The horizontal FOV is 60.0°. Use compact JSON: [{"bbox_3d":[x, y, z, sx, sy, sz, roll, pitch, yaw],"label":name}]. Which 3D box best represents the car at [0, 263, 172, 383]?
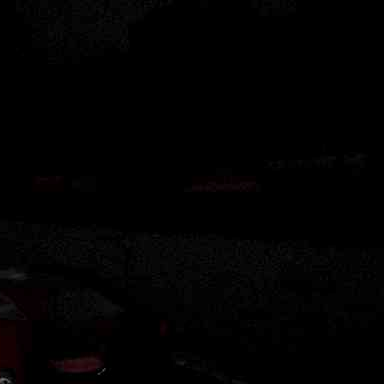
[{"bbox_3d":[-2.157,1.627,4.364,4.206,1.307,1.802,-1,-2,36],"label":"car"}]
